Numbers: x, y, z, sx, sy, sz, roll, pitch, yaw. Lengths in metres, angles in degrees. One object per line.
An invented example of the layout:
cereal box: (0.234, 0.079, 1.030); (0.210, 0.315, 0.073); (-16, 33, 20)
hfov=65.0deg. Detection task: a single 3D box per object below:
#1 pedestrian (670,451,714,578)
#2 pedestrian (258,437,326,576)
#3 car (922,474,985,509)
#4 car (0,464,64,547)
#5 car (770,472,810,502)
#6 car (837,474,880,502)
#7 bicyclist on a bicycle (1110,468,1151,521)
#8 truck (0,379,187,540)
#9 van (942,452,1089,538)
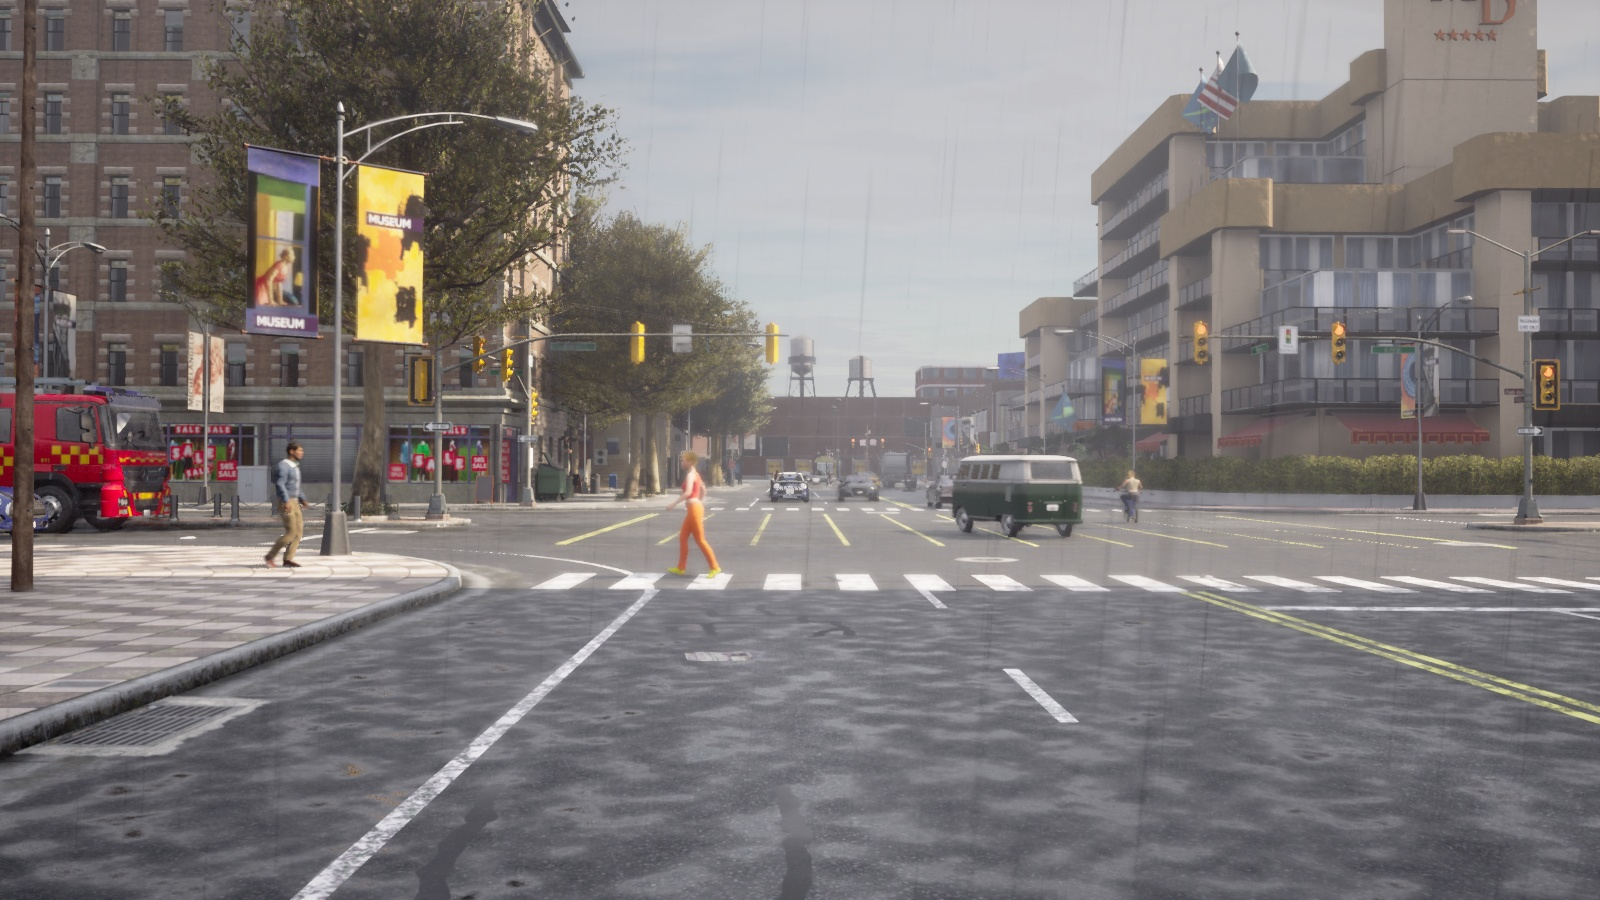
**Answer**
pedestrian: (-1.578, 0.933, 18.304); (0.594, 1.836, 0.345); (0, -1, 2)
pedestrian: (-7.192, 0.798, 17.800); (0.788, 1.949, 0.423); (0, -1, 1)
car: (6.582, 1.747, 54.410); (2.033, 1.411, 5.357); (0, -1, 0)
car: (-19.190, 1.215, 27.790); (4.553, 1.767, 2.097); (0, -1, 1)
car: (-0.490, 1.848, 63.661); (1.970, 1.475, 3.806); (0, -1, 0)
car: (2.995, 1.956, 65.030); (1.994, 1.385, 4.181); (0, -1, -1)
bicyclist on a bicycle: (10.198, 1.360, 38.783); (0.866, 1.612, 1.509); (0, -1, 0)
truck: (-20.230, 0.255, 31.284); (8.468, 3.827, 2.891); (0, -1, 0)
van: (5.285, 1.072, 31.401); (1.775, 1.987, 4.442); (0, -1, -17)
